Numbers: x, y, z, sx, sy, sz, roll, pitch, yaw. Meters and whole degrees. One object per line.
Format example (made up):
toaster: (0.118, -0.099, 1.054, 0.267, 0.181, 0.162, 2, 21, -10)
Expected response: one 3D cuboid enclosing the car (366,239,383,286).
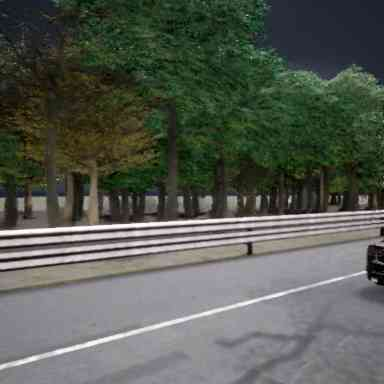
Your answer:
car: (6.342, 1.525, 8.315, 5.008, 1.535, 1.882, 0, 1, -35)
